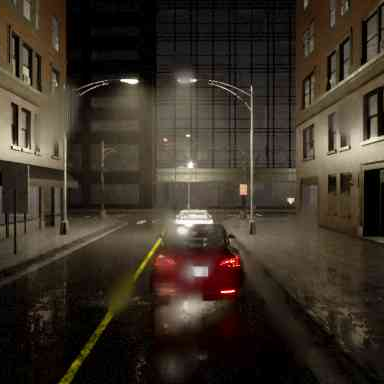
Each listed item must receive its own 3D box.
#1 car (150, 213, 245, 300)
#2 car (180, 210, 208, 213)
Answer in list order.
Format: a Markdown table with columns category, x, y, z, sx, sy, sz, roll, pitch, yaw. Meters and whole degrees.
| category | x | y | z | sx | sy | sz | roll | pitch | yaw |
| --- | --- | --- | --- | --- | --- | --- | --- | --- | --- |
| car | 0.107 | 1.504 | 8.448 | 2.163 | 1.488 | 4.792 | 0 | 0 | 0 |
| car | 0.096 | 1.603 | 17.464 | 1.895 | 1.301 | 4.718 | 0 | 0 | 0 |
